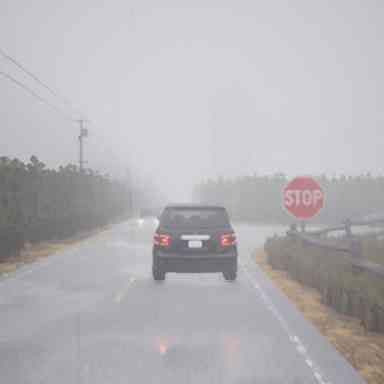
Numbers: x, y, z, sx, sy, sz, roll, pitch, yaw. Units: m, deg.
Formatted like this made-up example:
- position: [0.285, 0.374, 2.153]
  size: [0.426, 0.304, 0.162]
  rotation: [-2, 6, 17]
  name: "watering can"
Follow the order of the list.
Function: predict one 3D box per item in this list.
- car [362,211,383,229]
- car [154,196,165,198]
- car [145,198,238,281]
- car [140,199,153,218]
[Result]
- position: [13.796, 1.704, 21.906]
  size: [4.902, 1.511, 2.128]
  rotation: [0, -1, 0]
  name: "car"
- position: [-5.754, 1.784, 58.213]
  size: [2.150, 2.045, 5.566]
  rotation: [0, -1, 0]
  name: "car"
- position: [0.063, 1.320, 10.281]
  size: [2.150, 2.045, 5.566]
  rotation: [0, -1, 0]
  name: "car"
- position: [-4.261, 1.809, 34.384]
  size: [1.882, 1.535, 5.008]
  rotation: [0, -1, -4]
  name: "car"
